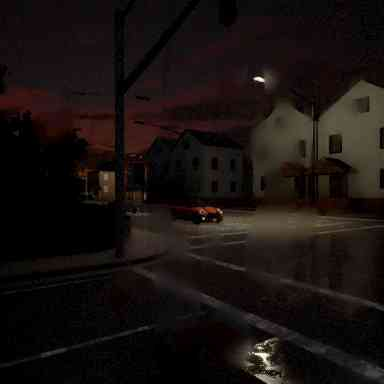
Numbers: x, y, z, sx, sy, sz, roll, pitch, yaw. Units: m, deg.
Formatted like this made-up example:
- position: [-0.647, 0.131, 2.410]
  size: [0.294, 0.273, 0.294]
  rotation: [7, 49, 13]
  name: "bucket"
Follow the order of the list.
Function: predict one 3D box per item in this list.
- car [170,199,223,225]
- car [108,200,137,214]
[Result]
- position: [0.254, 1.352, 24.533]
  size: [2.097, 1.767, 4.553]
  rotation: [0, 0, -35]
  name: "car"
- position: [-7.566, 1.526, 35.551]
  size: [1.812, 1.442, 4.674]
  rotation: [0, 0, -36]
  name: "car"
